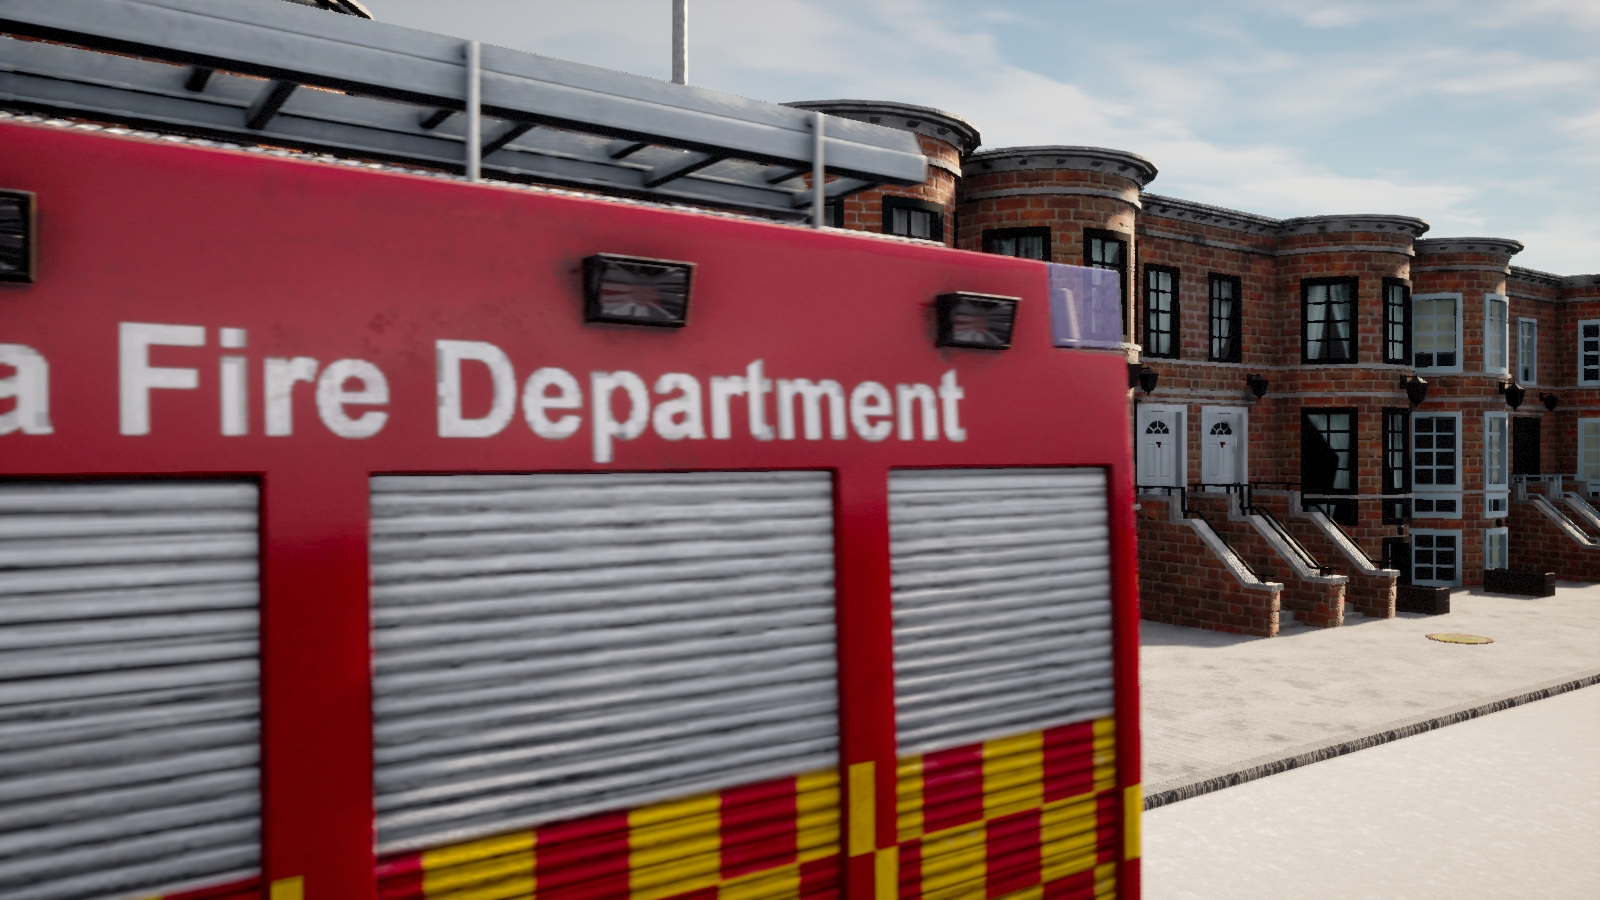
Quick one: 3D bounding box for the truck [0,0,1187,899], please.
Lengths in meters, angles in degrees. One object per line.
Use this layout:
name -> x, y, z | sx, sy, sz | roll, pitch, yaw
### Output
truck -> -3.127, 0.671, 2.215 | 8.468, 3.827, 2.891 | 0, 0, -35
